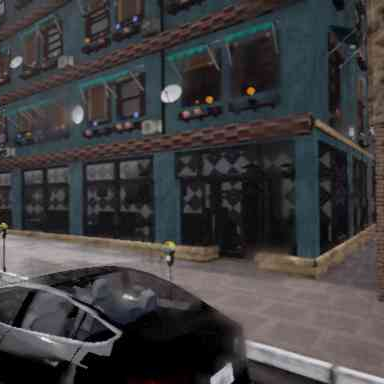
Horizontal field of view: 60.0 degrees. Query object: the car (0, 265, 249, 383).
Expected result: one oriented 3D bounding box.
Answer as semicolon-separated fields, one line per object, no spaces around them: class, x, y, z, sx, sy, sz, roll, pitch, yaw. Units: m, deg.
car;-1.446;1.564;3.921;4.313;1.339;1.947;0;-1;36
